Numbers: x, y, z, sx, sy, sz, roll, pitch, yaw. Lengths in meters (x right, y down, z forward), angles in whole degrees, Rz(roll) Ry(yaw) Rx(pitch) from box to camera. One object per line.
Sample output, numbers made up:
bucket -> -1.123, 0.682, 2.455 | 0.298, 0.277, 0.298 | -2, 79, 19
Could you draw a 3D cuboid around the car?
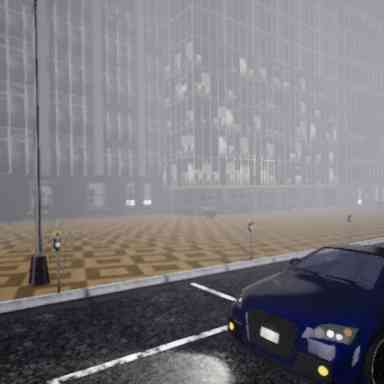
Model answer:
car -> 2.578, 1.563, 5.212 | 4.181, 1.385, 1.994 | 0, 0, -35
